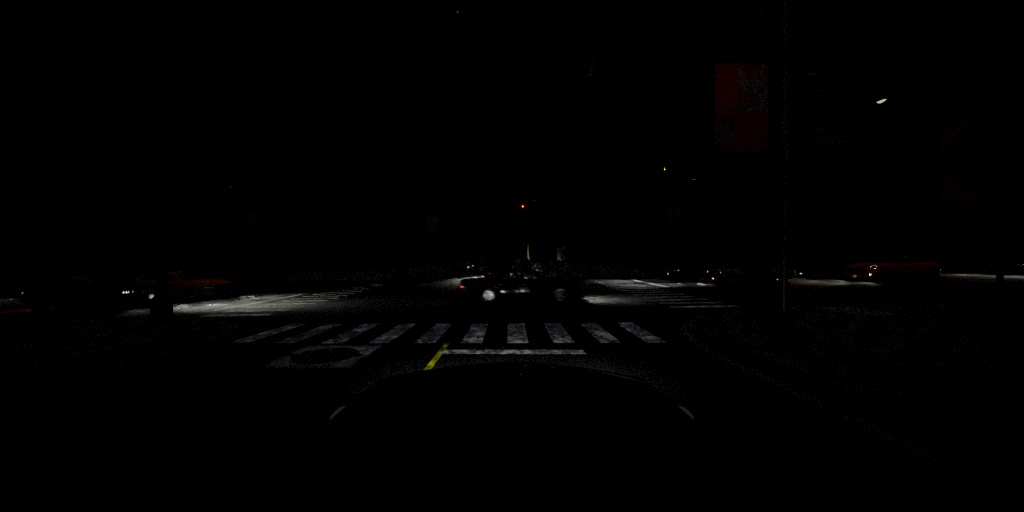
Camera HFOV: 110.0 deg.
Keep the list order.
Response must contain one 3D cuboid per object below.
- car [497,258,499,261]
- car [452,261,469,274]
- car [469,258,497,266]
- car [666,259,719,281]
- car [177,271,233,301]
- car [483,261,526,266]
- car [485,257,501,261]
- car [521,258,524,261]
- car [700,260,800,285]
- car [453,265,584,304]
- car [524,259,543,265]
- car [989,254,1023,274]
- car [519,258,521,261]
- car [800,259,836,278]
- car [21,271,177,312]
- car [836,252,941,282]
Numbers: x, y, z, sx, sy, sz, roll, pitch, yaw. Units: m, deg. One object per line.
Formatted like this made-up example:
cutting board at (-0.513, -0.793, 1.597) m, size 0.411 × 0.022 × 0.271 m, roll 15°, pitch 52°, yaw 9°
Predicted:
car at (-3.191, 1.305, 49.521) m, size 2.033 × 1.411 × 5.357 m, roll 0°, pitch 0°, yaw 0°
car at (-5.812, 1.305, 41.204) m, size 2.007 × 1.370 × 4.403 m, roll 0°, pitch 0°, yaw 0°
car at (-3.135, 1.246, 39.173) m, size 2.128 × 1.511 × 4.902 m, roll 0°, pitch 0°, yaw 0°
car at (13.688, 0.964, 25.794) m, size 4.902 × 1.511 × 2.128 m, roll -1°, pitch 0°, yaw 0°
car at (-17.656, 1.527, 19.022) m, size 5.008 × 1.535 × 1.882 m, roll -1°, pitch 0°, yaw 2°
car at (-0.490, 1.352, 29.060) m, size 1.895 × 1.301 × 4.718 m, roll 0°, pitch 0°, yaw 14°
car at (-3.231, 1.288, 59.892) m, size 1.812 × 1.442 × 4.674 m, roll 0°, pitch 0°, yaw 0°
car at (2.655, 1.304, 52.135) m, size 1.888 × 1.381 × 4.507 m, roll 0°, pitch 0°, yaw 0°
car at (14.831, 1.059, 22.537) m, size 4.718 × 1.301 × 1.895 m, roll -1°, pitch 0°, yaw 0°
car at (0.344, 1.278, 15.806) m, size 5.357 × 1.411 × 2.033 m, roll -1°, pitch 0°, yaw 0°
car at (2.713, 1.305, 41.246) m, size 2.007 × 1.370 × 4.403 m, roll 0°, pitch 0°, yaw 0°
car at (37.610, 0.537, 25.818) m, size 5.008 × 1.535 × 1.882 m, roll -1°, pitch 0°, yaw 0°
car at (2.626, 1.311, 57.579) m, size 2.007 × 1.370 × 4.403 m, roll 0°, pitch 0°, yaw 0°
car at (22.989, 0.910, 25.803) m, size 4.718 × 1.301 × 1.895 m, roll -1°, pitch 0°, yaw 0°
car at (-18.303, 1.558, 15.769) m, size 4.902 × 1.511 × 2.128 m, roll -1°, pitch 0°, yaw 0°
car at (23.792, 0.652, 22.554) m, size 4.553 × 1.767 × 2.097 m, roll -1°, pitch 0°, yaw 0°
